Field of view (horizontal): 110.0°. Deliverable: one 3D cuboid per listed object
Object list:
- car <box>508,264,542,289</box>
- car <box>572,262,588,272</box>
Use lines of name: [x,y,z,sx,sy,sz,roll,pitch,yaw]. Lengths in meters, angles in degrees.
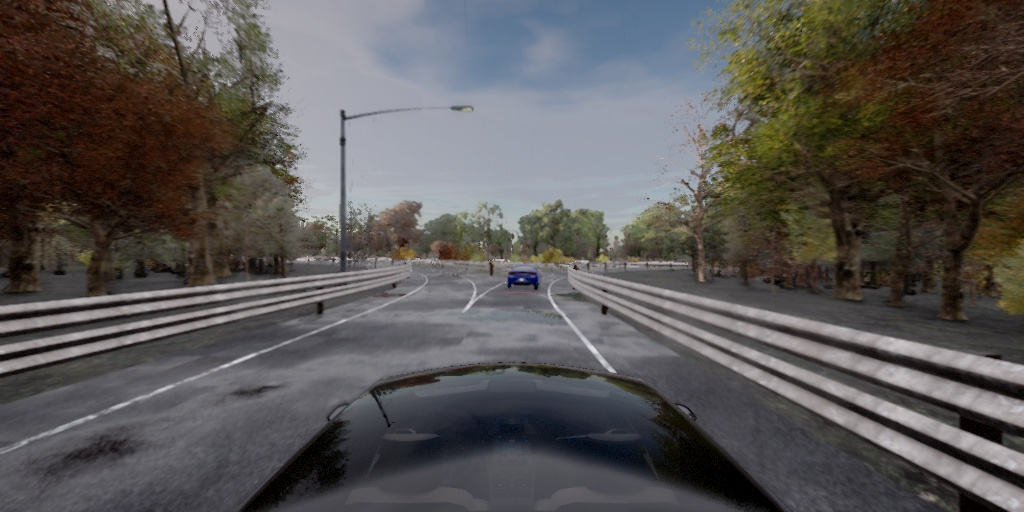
car: [0.918,1.280,23.875,1.882,1.535,5.008,0,0,8]
car: [9.771,1.641,52.445,1.812,1.442,4.674,-1,-1,31]
